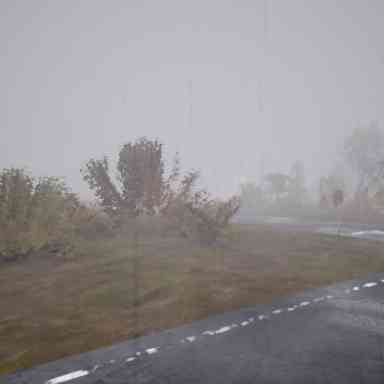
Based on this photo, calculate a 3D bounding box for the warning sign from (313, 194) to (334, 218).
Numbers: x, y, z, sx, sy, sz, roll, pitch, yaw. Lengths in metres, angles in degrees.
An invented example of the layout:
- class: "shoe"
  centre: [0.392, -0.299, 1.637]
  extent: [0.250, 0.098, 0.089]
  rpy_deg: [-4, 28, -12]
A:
- class: "warning sign"
  centre: [10.466, 1.093, 26.449]
  extent: [1.300, 1.860, 1.060]
  rpy_deg: [0, 0, -35]
